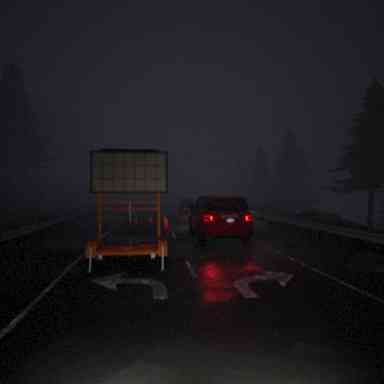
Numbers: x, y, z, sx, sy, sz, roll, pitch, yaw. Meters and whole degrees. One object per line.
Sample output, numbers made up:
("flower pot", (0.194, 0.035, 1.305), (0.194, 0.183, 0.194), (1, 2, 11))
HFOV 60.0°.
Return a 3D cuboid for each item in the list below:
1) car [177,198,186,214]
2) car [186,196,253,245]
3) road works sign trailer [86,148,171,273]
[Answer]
("car", (-0.432, 1.402, 33.461), (1.837, 1.490, 4.892), (0, 0, -4))
("car", (1.164, 1.175, 15.350), (2.150, 2.045, 5.566), (0, 0, -6))
("road works sign trailer", (-1.979, 0.432, 10.653), (2.380, 3.560, 2.880), (0, 0, -6))
